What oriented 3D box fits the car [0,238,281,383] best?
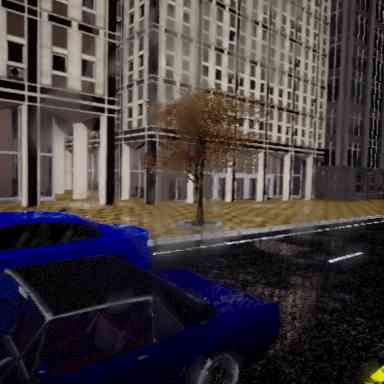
[{"bbox_3d":[-1.350,1.395,2.931,4.718,1.301,1.895,0,3,-40],"label":"car"}]

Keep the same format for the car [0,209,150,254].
[{"bbox_3d":[-3.064,1.080,5.718,5.008,1.535,1.882,0,3,-40],"label":"car"}]
